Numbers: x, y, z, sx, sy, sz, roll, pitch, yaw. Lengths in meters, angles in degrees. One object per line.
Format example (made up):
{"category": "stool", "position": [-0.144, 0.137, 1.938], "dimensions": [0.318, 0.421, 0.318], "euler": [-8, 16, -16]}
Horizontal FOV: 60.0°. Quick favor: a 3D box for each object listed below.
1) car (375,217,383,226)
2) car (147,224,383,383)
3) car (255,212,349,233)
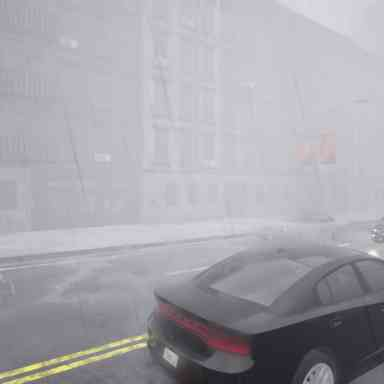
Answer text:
{"category": "car", "position": [9.733, 1.500, 14.551], "dimensions": [4.892, 1.490, 1.837], "euler": [0, 0, -35]}
{"category": "car", "position": [1.815, 1.477, 4.720], "dimensions": [5.008, 1.535, 1.882], "euler": [0, 0, -35]}
{"category": "car", "position": [5.100, 1.597, 15.252], "dimensions": [4.718, 1.301, 1.895], "euler": [0, 0, -35]}
